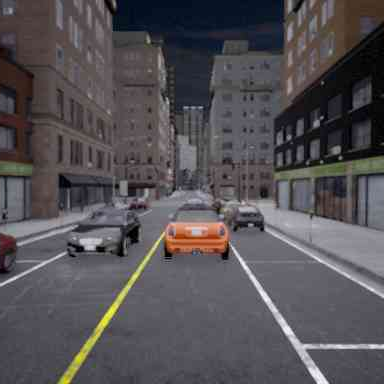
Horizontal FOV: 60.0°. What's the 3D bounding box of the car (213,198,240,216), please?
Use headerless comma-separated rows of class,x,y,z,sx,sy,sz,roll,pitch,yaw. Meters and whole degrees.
car,3.011,1.305,29.966,1.947,1.339,4.313,-1,1,0

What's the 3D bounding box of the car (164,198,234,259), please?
car,0.157,1.247,12.344,2.097,1.767,4.553,0,1,0

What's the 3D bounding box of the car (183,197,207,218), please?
car,0.232,1.233,28.004,1.882,1.535,5.008,0,0,0

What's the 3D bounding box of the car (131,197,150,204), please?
car,-5.506,1.227,35.593,1.887,1.381,4.507,-1,1,0

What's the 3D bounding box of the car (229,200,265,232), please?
car,2.953,1.390,18.795,2.008,1.369,4.403,-1,1,0

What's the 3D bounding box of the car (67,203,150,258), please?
car,-3.042,1.382,12.397,2.128,1.511,4.902,0,0,0

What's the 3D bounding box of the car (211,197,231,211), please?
car,3.039,1.271,35.552,1.802,1.307,4.206,-1,1,0

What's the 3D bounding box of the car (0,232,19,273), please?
car,-5.643,1.512,7.666,1.802,1.307,4.206,-1,0,0
